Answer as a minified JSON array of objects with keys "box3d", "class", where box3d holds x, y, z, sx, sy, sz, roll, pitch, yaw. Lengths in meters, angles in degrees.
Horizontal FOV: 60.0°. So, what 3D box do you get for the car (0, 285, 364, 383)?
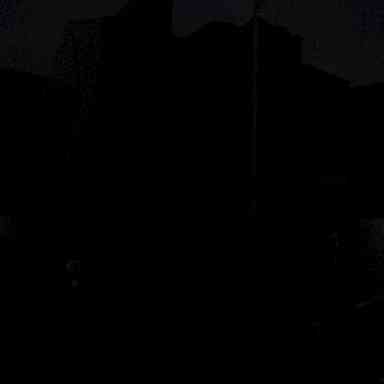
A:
[{"box3d":[-0.394,1.575,2.522,4.313,1.339,1.947,1,0,-36],"class":"car"}]
